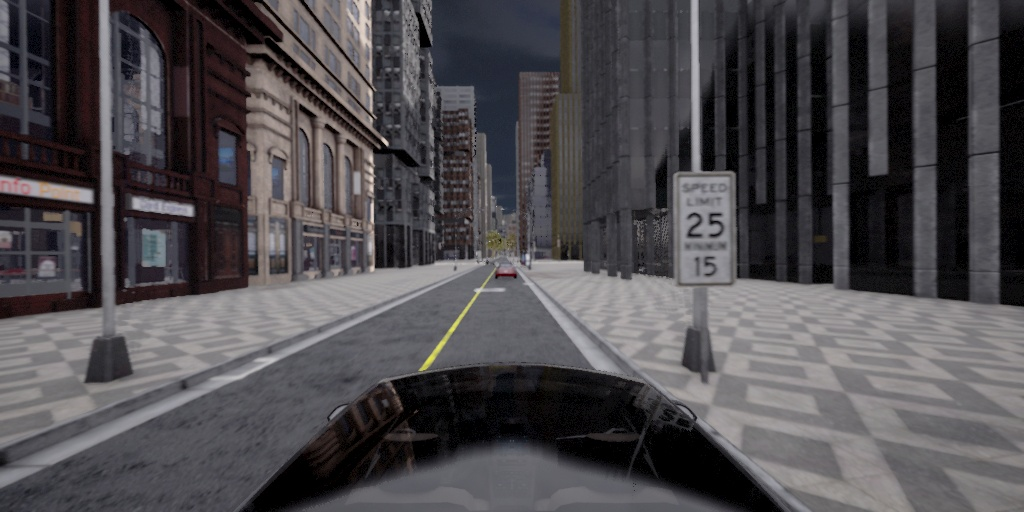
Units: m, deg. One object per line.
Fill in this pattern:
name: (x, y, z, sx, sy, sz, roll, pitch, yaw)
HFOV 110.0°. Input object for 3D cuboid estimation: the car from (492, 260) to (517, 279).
car: (-0.538, 1.275, 32.797, 1.994, 1.385, 4.181, -1, 0, 0)

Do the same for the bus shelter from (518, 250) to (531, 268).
bus shelter: (2.157, 0.521, 52.684, 1.920, 2.740, 3.880, 0, 0, -1)
